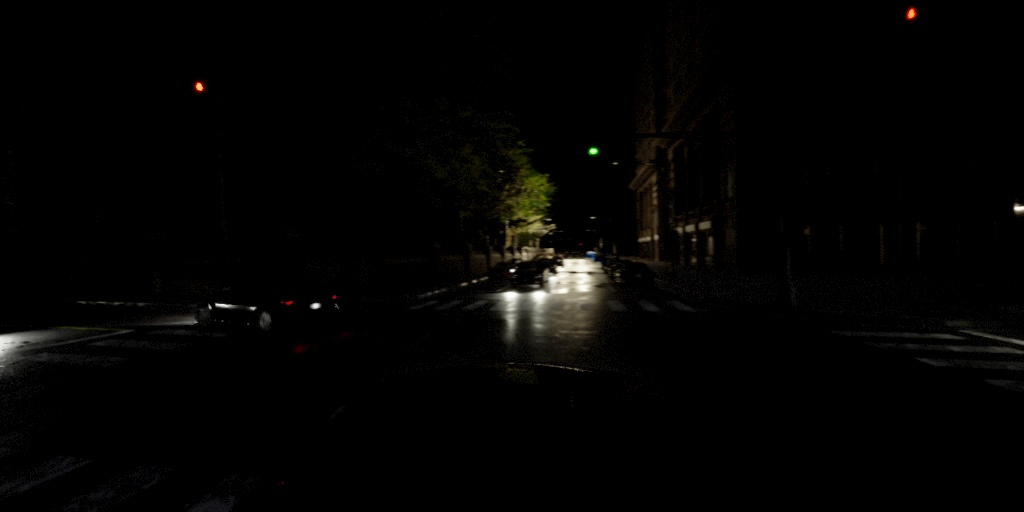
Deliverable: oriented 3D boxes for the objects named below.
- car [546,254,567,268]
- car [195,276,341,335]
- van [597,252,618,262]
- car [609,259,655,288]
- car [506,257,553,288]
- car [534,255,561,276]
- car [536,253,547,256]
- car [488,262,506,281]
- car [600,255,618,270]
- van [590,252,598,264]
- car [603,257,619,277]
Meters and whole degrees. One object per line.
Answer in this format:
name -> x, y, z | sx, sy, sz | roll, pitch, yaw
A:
car -> 5.643, 0.793, 45.489 | 1.812, 1.442, 4.674 | -1, 1, 11
car -> -7.047, 1.295, 10.363 | 4.181, 1.385, 1.994 | 0, 0, 25
van -> 9.816, 0.575, 36.085 | 1.690, 1.789, 3.998 | 0, 0, 11
car -> 6.778, 0.998, 20.111 | 1.948, 1.339, 4.313 | 0, 0, 11
car -> 1.213, 1.035, 22.283 | 1.882, 1.535, 5.008 | -1, 0, 11
car -> 3.152, 0.957, 32.467 | 1.812, 1.442, 4.674 | -1, 0, 11
car -> 3.473, 0.739, 48.349 | 1.967, 1.591, 4.097 | 0, 0, 11
car -> -0.578, 1.118, 27.050 | 2.007, 1.370, 4.403 | 0, 0, 11
car -> 8.835, 0.826, 30.928 | 1.751, 1.417, 4.829 | 0, 0, 11
van -> 13.867, 0.301, 57.384 | 1.690, 1.789, 3.998 | 0, 0, 11
car -> 7.791, 0.932, 25.436 | 1.948, 1.339, 4.313 | 0, 0, 11
